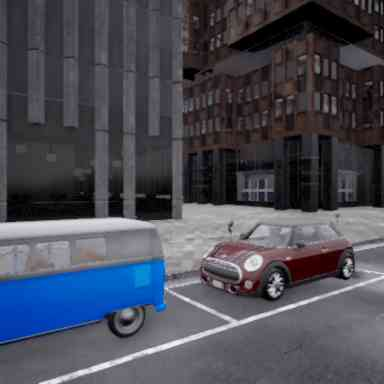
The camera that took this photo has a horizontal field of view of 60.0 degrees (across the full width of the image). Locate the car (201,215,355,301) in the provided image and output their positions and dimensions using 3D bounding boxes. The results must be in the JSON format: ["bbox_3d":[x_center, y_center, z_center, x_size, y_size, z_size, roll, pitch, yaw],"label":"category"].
[{"bbox_3d":[2.173,1.418,8.196,4.097,1.590,1.967,0,0,-35],"label":"car"}]

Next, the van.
[{"bbox_3d":[-2.326,1.338,4.989,3.998,1.788,1.690,0,0,-35],"label":"van"}]
